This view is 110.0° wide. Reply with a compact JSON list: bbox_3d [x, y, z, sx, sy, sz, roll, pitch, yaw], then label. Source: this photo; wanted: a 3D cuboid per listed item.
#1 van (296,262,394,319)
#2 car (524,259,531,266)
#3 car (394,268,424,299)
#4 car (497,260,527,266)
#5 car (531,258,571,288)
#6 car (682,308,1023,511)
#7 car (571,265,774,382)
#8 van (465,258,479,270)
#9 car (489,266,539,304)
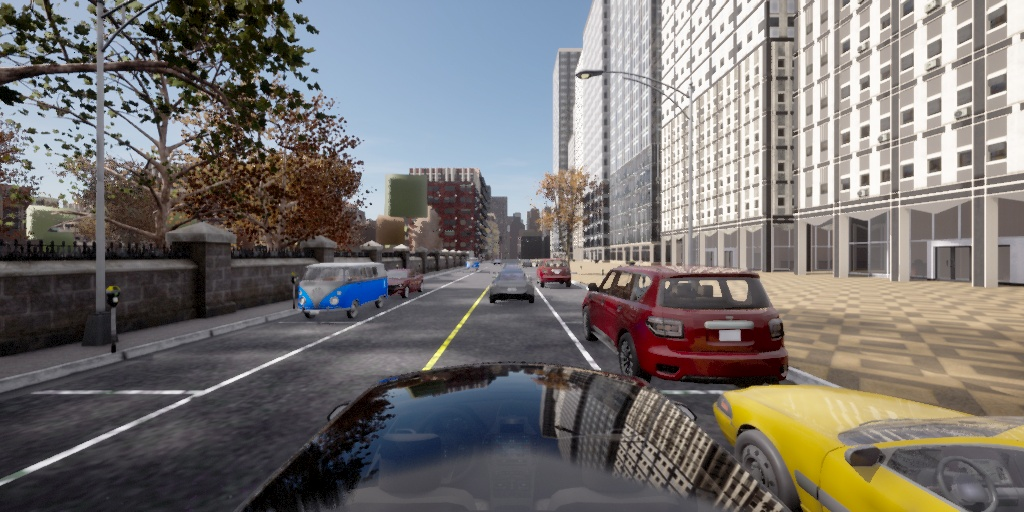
[{"bbox_3d":[-5.692,1.092,12.440,1.690,1.789,3.998,0,0,0],"label":"van"},{"bbox_3d":[2.688,1.375,63.128,1.948,1.339,4.313,0,0,0],"label":"car"},{"bbox_3d":[-5.691,1.298,18.072,1.888,1.381,4.507,0,0,0],"label":"car"},{"bbox_3d":[0.000,1.337,31.501,1.994,1.385,4.181,0,0,0],"label":"car"},{"bbox_3d":[2.688,1.071,23.705,2.192,1.841,5.009,0,0,0],"label":"car"},{"bbox_3d":[2.689,1.275,1.345,1.751,1.417,4.829,0,0,0],"label":"car"},{"bbox_3d":[2.689,1.064,6.808,2.192,1.841,5.009,0,0,0],"label":"car"},{"bbox_3d":[-5.691,1.130,51.862,1.690,1.789,3.998,0,0,0],"label":"van"},{"bbox_3d":[0.000,1.326,16.501,1.994,1.385,4.181,0,0,0],"label":"car"}]
